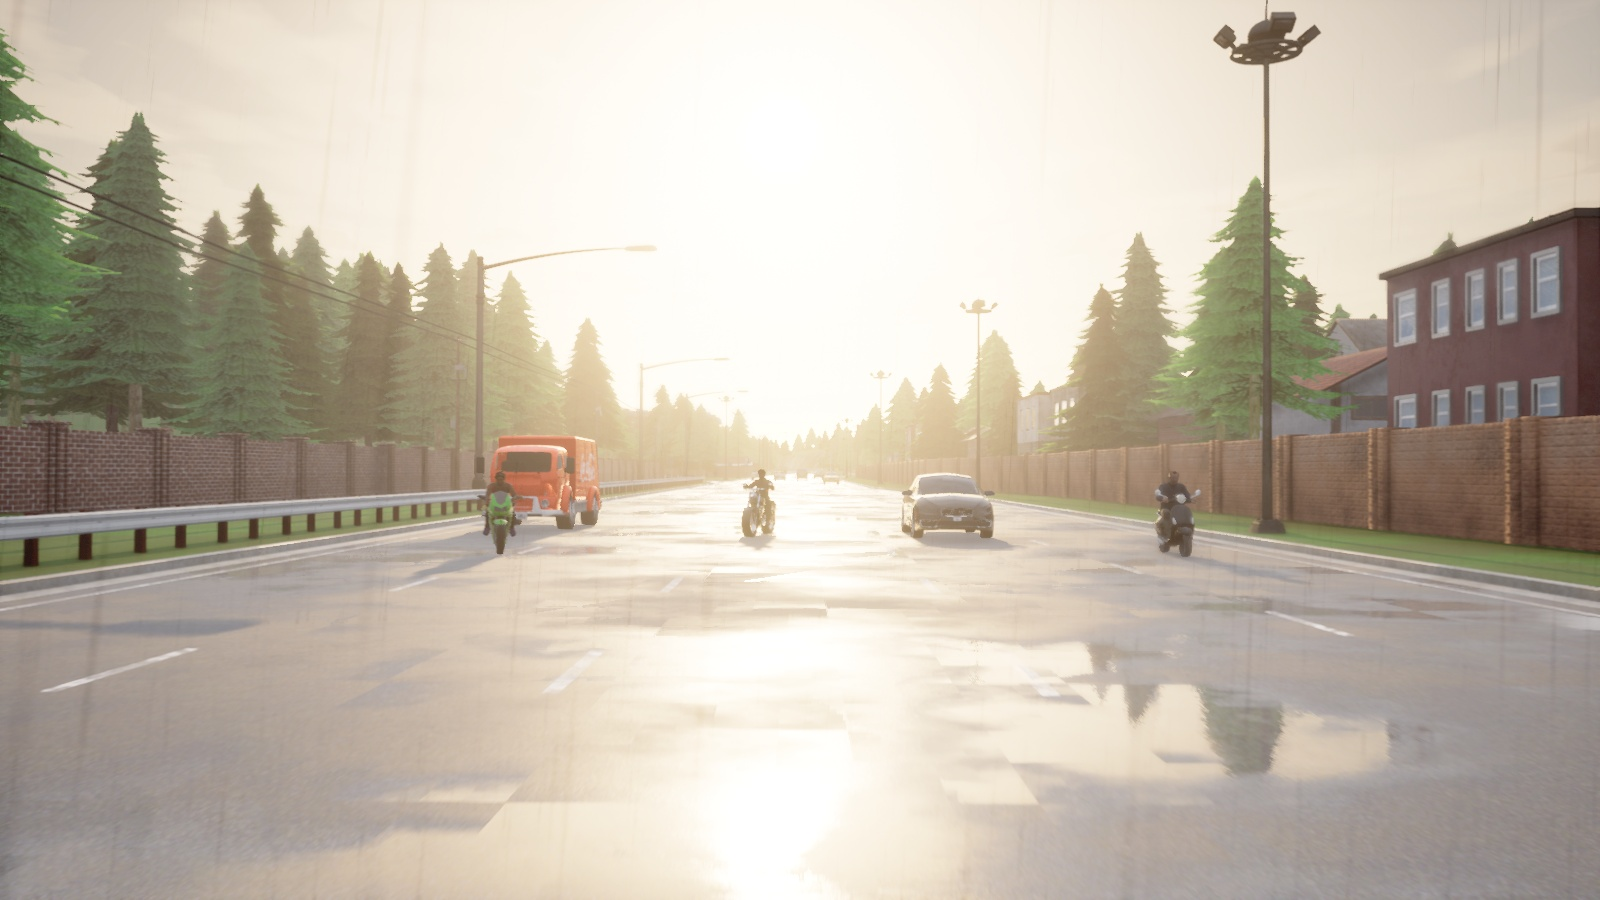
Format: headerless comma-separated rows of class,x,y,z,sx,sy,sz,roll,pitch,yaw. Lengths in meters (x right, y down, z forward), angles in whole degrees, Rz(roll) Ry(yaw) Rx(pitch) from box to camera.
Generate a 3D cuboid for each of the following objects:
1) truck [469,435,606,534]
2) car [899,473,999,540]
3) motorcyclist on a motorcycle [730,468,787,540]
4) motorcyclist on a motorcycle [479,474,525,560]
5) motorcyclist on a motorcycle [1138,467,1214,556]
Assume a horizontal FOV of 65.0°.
truck,-6.966,0.914,34.019,2.627,2.467,5.204,0,-1,0
car,3.533,1.306,30.574,1.837,1.490,4.892,0,-1,0
motorcyclist on a motorcycle,-0.969,1.264,30.195,0.766,1.649,2.350,0,-1,14
motorcyclist on a motorcycle,-5.559,1.202,23.392,0.797,1.523,2.044,0,-1,-14
motorcyclist on a motorcycle,7.028,1.126,23.564,0.866,1.590,1.817,0,-1,0
